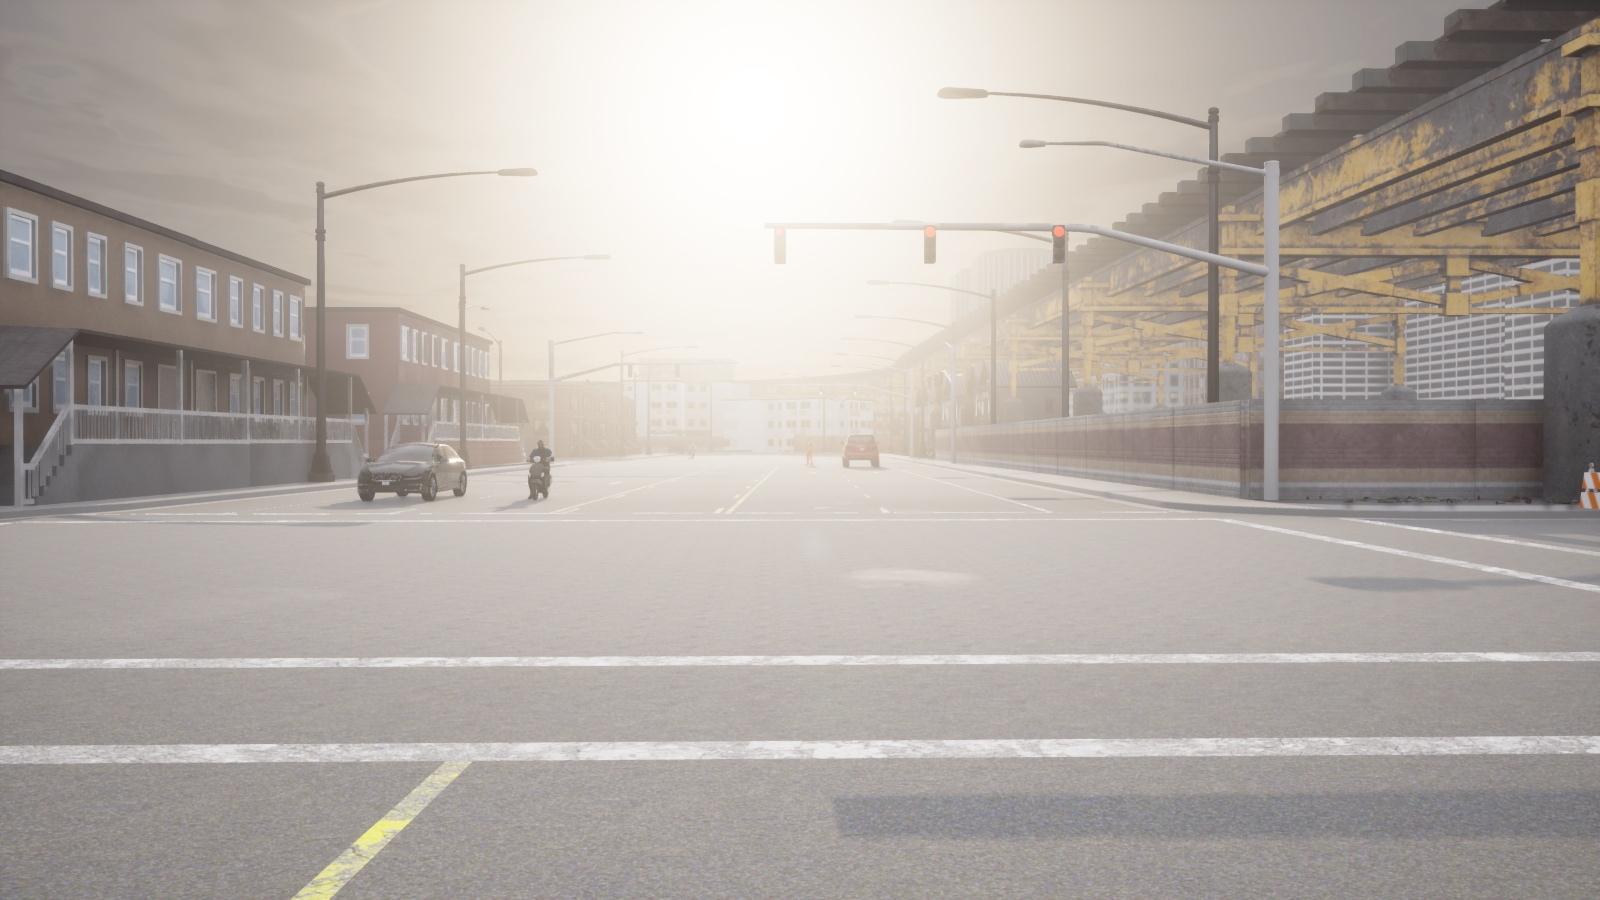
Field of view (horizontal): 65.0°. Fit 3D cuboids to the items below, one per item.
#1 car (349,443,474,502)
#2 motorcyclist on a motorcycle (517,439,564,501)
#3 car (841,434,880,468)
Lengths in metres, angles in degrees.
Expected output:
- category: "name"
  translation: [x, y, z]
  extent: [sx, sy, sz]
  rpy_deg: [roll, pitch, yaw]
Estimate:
- category: "car"
  translation: [-10.382, 0.552, 33.928]
  extent: [1.837, 1.490, 4.892]
  rpy_deg: [0, 0, 0]
- category: "motorcyclist on a motorcycle"
  translation: [-6.884, 0.506, 33.335]
  extent: [0.866, 1.590, 1.817]
  rpy_deg: [0, 0, 0]
- category: "car"
  translation: [3.747, 0.026, 78.321]
  extent: [2.150, 2.045, 5.566]
  rpy_deg: [0, 0, 0]
